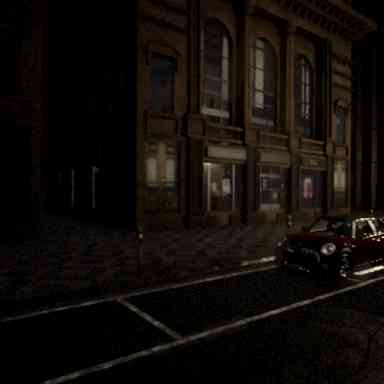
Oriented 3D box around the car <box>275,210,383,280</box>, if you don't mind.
[{"bbox_3d":[4.353,1.429,9.885,4.097,1.590,1.967,0,1,-36],"label":"car"}]
